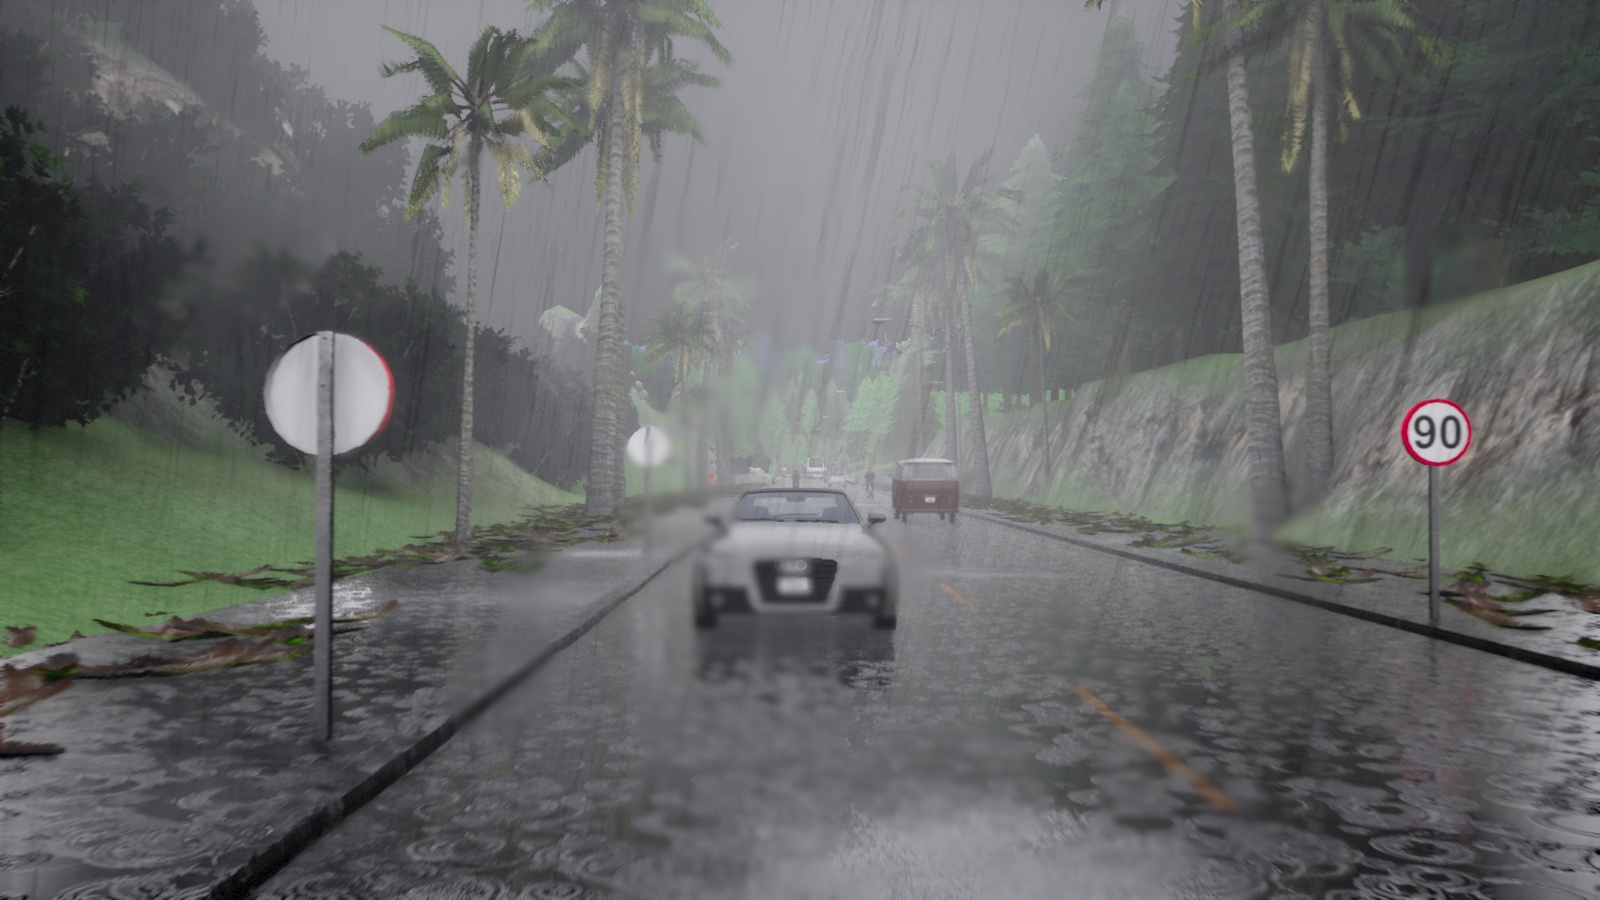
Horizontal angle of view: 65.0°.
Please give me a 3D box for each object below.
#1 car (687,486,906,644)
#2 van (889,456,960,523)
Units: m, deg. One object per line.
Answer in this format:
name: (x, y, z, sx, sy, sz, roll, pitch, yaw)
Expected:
car: (-0.038, 1.105, 13.565, 1.994, 1.385, 4.181, 0, -1, 0)
van: (3.891, 1.218, 39.793, 1.775, 1.987, 4.442, 0, -1, 0)
